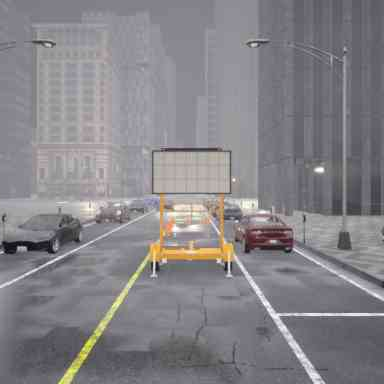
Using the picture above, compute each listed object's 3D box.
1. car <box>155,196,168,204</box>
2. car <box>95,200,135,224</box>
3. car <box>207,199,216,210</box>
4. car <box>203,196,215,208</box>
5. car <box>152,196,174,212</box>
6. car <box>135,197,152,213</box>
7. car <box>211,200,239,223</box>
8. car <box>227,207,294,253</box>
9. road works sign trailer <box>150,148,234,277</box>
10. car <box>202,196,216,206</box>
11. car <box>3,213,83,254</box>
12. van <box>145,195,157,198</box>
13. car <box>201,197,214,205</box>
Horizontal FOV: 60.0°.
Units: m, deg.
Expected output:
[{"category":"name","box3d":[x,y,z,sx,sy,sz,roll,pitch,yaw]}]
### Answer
[{"category":"car","box3d":[-5.833,1.512,64.245,2.008,1.369,4.403,0,0,0]},{"category":"car","box3d":[-5.791,1.435,24.758,1.967,1.590,4.097,0,0,0]},{"category":"car","box3d":[2.729,1.558,30.410,1.947,1.339,4.313,0,0,0]},{"category":"car","box3d":[2.716,1.509,41.862,1.752,1.417,4.829,0,0,0]},{"category":"car","box3d":[-3.039,1.534,38.351,2.033,1.411,5.357,0,0,0]},{"category":"car","box3d":[-5.803,1.554,36.041,1.947,1.339,4.313,0,0,0]},{"category":"car","box3d":[2.735,1.546,24.770,2.008,1.369,4.403,0,0,0]},{"category":"car","box3d":[2.747,1.543,13.488,1.887,1.381,4.507,0,0,0]},{"category":"road works sign trailer","box3d":[-0.010,0.463,10.221,2.380,3.560,2.880,0,0,0]},{"category":"car","box3d":[2.704,1.414,52.974,1.967,1.590,4.097,0,0,0]},{"category":"car","box3d":[-5.779,1.564,13.476,1.947,1.339,4.313,0,0,0]},{"category":"van","box3d":[-5.815,1.320,47.322,1.690,1.788,3.998,0,0,0]},{"category":"car","box3d":[2.699,1.518,58.615,2.008,1.369,4.403,0,0,0]}]
